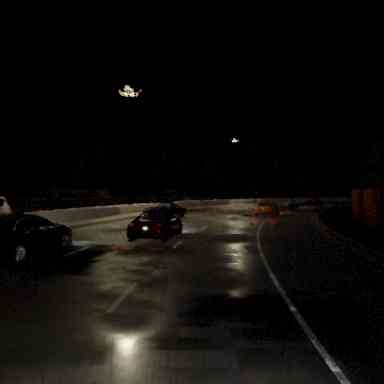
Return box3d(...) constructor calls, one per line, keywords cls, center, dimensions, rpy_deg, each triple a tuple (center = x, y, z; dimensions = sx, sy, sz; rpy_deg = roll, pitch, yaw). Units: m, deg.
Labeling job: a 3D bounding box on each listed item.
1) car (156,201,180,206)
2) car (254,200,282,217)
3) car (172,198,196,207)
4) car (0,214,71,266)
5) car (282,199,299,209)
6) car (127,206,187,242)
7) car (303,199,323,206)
box3d(cls="car", center=(-2.103, 1.633, 30.041), dimensions=(2.033, 1.411, 5.357), rpy_deg=(0, 0, 18))
box3d(cls="car", center=(7.403, 1.559, 32.700), dimensions=(1.801, 1.575, 5.366), rpy_deg=(0, 0, 22))
box3d(cls="car", center=(-1.387, 1.690, 56.557), dimensions=(1.812, 1.442, 4.674), rpy_deg=(0, 0, 32))
box3d(cls="car", center=(-6.075, 1.533, 11.801), dimensions=(1.837, 1.490, 4.892), rpy_deg=(0, 0, 7))
box3d(cls="car", center=(14.012, 1.683, 48.415), dimensions=(1.812, 1.442, 4.674), rpy_deg=(0, 0, 33))
box3d(cls="car", center=(-1.761, 1.612, 16.912), dimensions=(1.994, 1.385, 4.181), rpy_deg=(0, 0, 10))
box3d(cls="car", center=(21.383, 1.795, 58.354), dimensions=(1.895, 1.301, 4.718), rpy_deg=(0, 0, 41))
